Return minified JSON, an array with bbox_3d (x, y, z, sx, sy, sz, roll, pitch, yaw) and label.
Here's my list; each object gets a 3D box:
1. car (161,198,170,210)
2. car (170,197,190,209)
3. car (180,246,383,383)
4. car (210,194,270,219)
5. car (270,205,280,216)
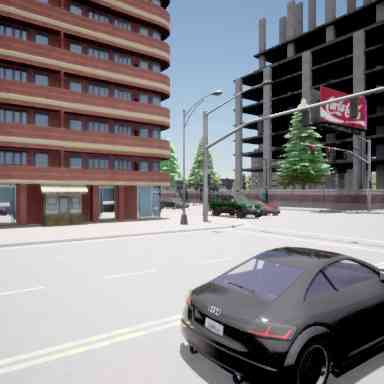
[{"bbox_3d":[-5.233,1.506,42.219,1.837,1.490,4.892,0,0,-36],"label":"car"},{"bbox_3d":[-2.170,1.500,43.956,1.837,1.490,4.892,0,1,-36],"label":"car"},{"bbox_3d":[1.895,1.564,5.115,4.181,1.385,1.994,0,0,-35],"label":"car"},{"bbox_3d":[3.887,1.222,29.474,2.150,2.045,5.566,0,0,-34],"label":"car"},{"bbox_3d":[6.346,1.526,32.185,1.812,1.442,4.674,0,0,-36],"label":"car"}]
